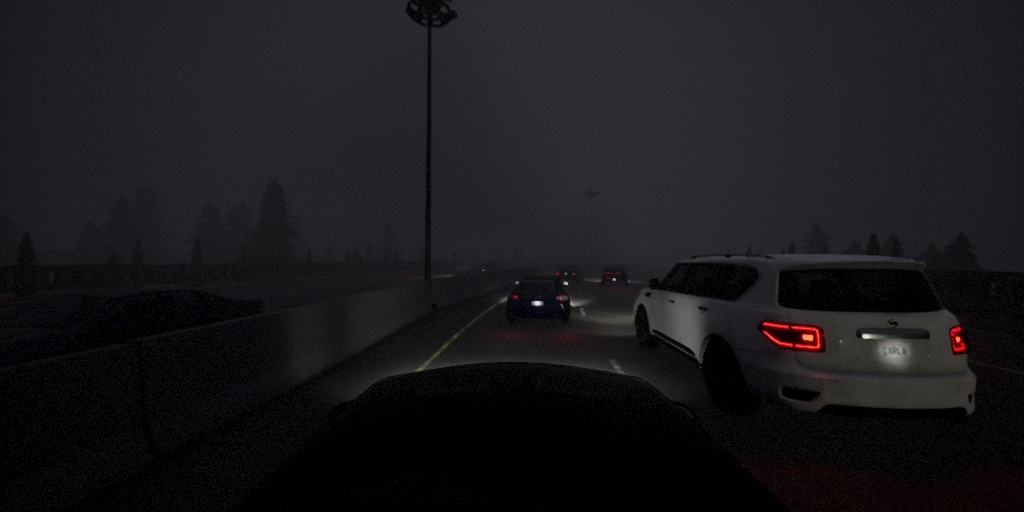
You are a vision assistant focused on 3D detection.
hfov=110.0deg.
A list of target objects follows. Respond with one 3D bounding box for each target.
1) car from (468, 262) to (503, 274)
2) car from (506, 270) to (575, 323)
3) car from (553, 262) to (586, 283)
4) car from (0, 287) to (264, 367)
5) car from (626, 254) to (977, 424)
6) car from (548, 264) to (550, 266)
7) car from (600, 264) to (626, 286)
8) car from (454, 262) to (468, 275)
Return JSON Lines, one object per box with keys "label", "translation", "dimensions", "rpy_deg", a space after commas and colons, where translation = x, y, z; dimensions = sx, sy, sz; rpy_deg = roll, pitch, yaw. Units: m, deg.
{"label": "car", "translation": [-2.621, 1.428, 39.917], "dimensions": [1.837, 1.490, 4.892], "rpy_deg": [0, -1, 23]}
{"label": "car", "translation": [0.993, 1.353, 12.414], "dimensions": [1.994, 1.385, 4.181], "rpy_deg": [0, 0, 7]}
{"label": "car", "translation": [4.914, 1.428, 29.833], "dimensions": [2.033, 1.411, 5.357], "rpy_deg": [0, 0, 18]}
{"label": "car", "translation": [-6.862, 1.281, 6.227], "dimensions": [2.033, 1.411, 5.357], "rpy_deg": [0, 0, 3]}
{"label": "car", "translation": [3.835, 1.001, 6.143], "dimensions": [2.150, 2.045, 5.566], "rpy_deg": [0, 0, 3]}
{"label": "car", "translation": [6.068, 1.580, 49.687], "dimensions": [1.994, 1.385, 4.181], "rpy_deg": [0, -1, 30]}
{"label": "car", "translation": [7.775, 1.378, 27.110], "dimensions": [1.837, 1.490, 4.892], "rpy_deg": [0, 0, 17]}
{"label": "car", "translation": [-5.103, 1.464, 43.019], "dimensions": [1.812, 1.442, 4.674], "rpy_deg": [0, 0, 24]}
